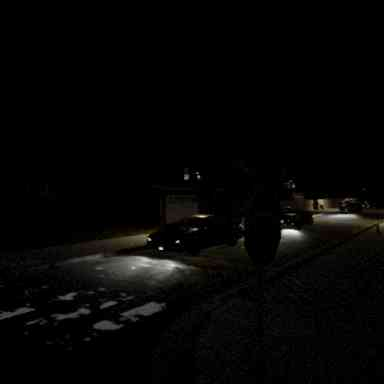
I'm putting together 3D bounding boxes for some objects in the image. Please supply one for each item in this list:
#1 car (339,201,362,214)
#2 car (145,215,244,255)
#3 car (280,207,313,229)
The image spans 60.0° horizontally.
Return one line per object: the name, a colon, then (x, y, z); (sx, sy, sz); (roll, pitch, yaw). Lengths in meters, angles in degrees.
car: (19.109, 1.799, 39.999); (2.128, 1.511, 4.902); (-1, -1, 37)
car: (0.396, 1.717, 14.476); (2.033, 1.411, 5.357); (-1, -1, 36)
car: (7.118, 1.778, 23.685); (1.994, 1.385, 4.181); (-1, -1, 36)
